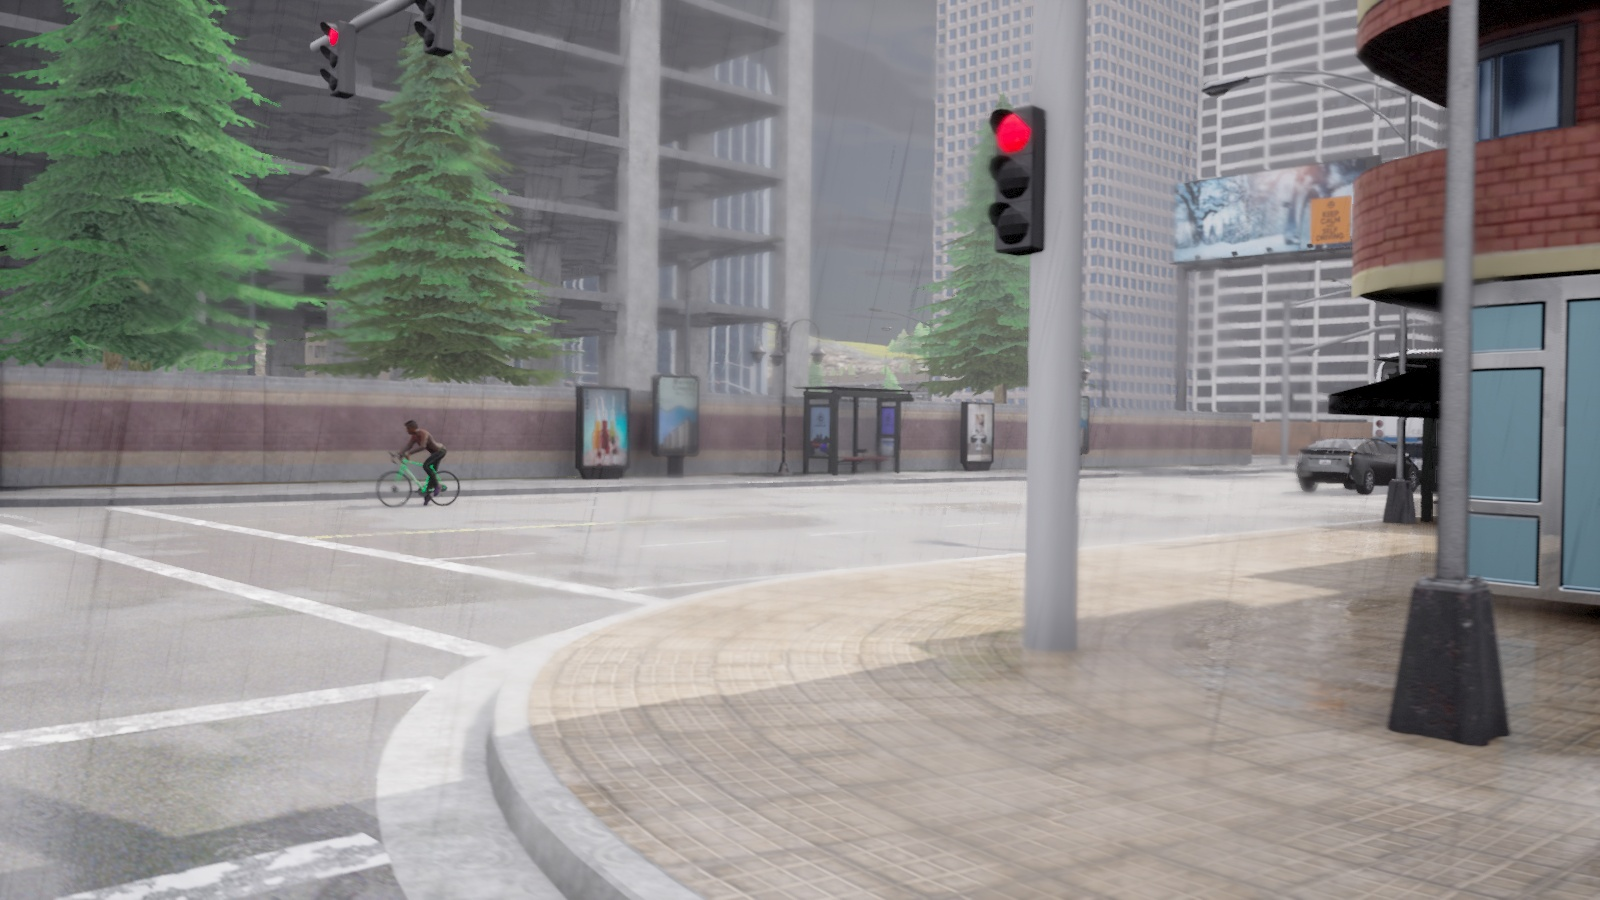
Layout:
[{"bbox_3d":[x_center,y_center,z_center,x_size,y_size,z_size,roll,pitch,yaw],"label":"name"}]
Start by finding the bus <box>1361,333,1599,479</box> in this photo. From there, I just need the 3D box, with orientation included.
[{"bbox_3d":[22.857,-1.381,41.776,10.273,4.253,3.944,-1,1,-43],"label":"bus"}]

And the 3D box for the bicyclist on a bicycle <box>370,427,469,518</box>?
[{"bbox_3d":[-7.087,0.391,23.409,1.656,1.620,0.582,-2,2,-43],"label":"bicyclist on a bicycle"}]

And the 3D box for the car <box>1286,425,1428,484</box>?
[{"bbox_3d":[15.554,0.089,34.969,4.514,1.525,2.007,-1,1,-43],"label":"car"}]
